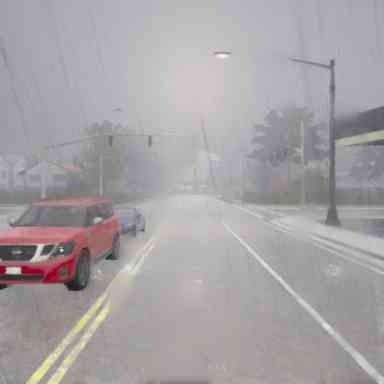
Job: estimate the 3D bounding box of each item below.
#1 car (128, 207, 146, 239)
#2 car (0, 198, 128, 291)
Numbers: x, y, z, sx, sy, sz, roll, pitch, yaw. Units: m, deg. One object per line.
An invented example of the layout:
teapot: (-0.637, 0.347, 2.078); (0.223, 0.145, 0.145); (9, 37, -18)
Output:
car: (-3.542, 1.510, 17.339); (1.812, 1.442, 4.674); (0, 0, 0)
car: (-3.512, 1.218, 9.349); (2.150, 2.045, 5.566); (0, 0, 0)
